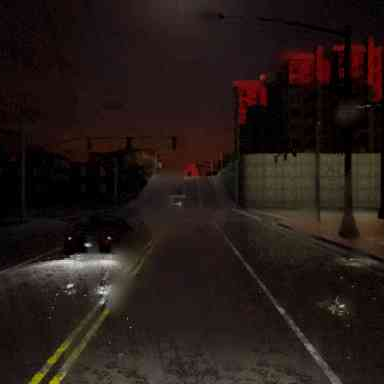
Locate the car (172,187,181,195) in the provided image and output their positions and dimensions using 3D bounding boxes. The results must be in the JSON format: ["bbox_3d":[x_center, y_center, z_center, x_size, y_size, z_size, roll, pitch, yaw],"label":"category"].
[{"bbox_3d":[-3.508,-0.320,75.161,1.837,1.490,4.892,0,10,0],"label":"car"}]

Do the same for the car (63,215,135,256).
[{"bbox_3d":[-3.577,1.642,13.440,1.994,1.385,4.181,0,0,0],"label":"car"}]
